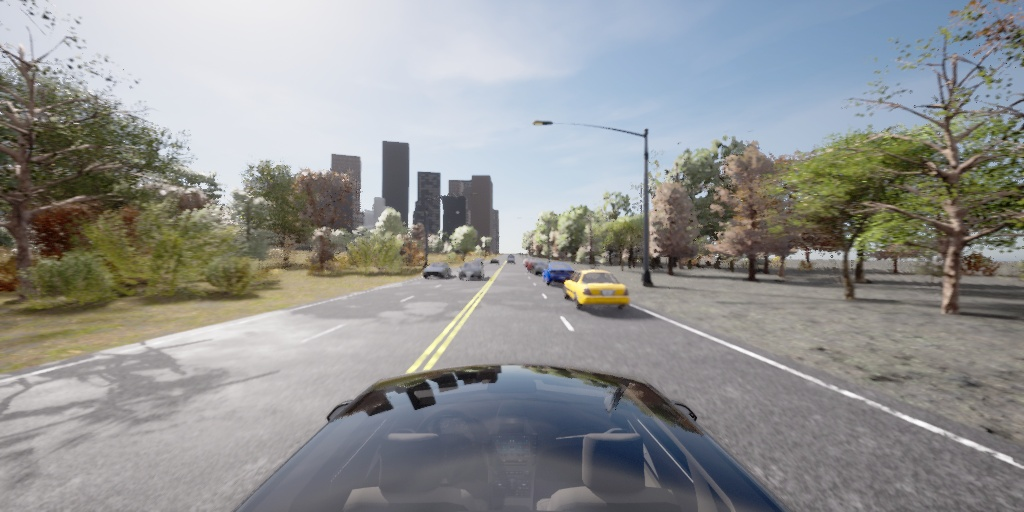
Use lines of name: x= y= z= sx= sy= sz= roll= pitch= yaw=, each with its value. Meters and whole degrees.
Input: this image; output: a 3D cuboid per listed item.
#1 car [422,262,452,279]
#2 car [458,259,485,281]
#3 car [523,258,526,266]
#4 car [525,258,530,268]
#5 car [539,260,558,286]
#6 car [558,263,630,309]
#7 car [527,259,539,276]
car: x=-6.636 y=1.284 z=32.451 sx=2.033 sy=1.411 sz=5.357 roll=0 pitch=0 yaw=0
car: x=-3.383 y=1.231 z=30.498 sx=2.128 sy=1.511 sz=4.902 roll=0 pitch=0 yaw=0
car: x=3.098 y=1.155 z=58.600 sx=1.882 sy=1.535 sz=5.008 roll=0 pitch=0 yaw=0
car: x=3.144 y=1.176 z=47.597 sx=1.882 sy=1.535 sz=5.008 roll=0 pitch=0 yaw=0
car: x=3.227 y=1.218 z=25.589 sx=1.882 sy=1.535 sz=5.008 roll=0 pitch=0 yaw=0
car: x=3.245 y=1.202 z=14.761 sx=1.801 sy=1.575 sz=5.366 roll=0 pitch=0 yaw=0
car: x=3.049 y=1.286 z=36.922 sx=1.994 sy=1.385 sz=4.181 roll=0 pitch=0 yaw=-6
